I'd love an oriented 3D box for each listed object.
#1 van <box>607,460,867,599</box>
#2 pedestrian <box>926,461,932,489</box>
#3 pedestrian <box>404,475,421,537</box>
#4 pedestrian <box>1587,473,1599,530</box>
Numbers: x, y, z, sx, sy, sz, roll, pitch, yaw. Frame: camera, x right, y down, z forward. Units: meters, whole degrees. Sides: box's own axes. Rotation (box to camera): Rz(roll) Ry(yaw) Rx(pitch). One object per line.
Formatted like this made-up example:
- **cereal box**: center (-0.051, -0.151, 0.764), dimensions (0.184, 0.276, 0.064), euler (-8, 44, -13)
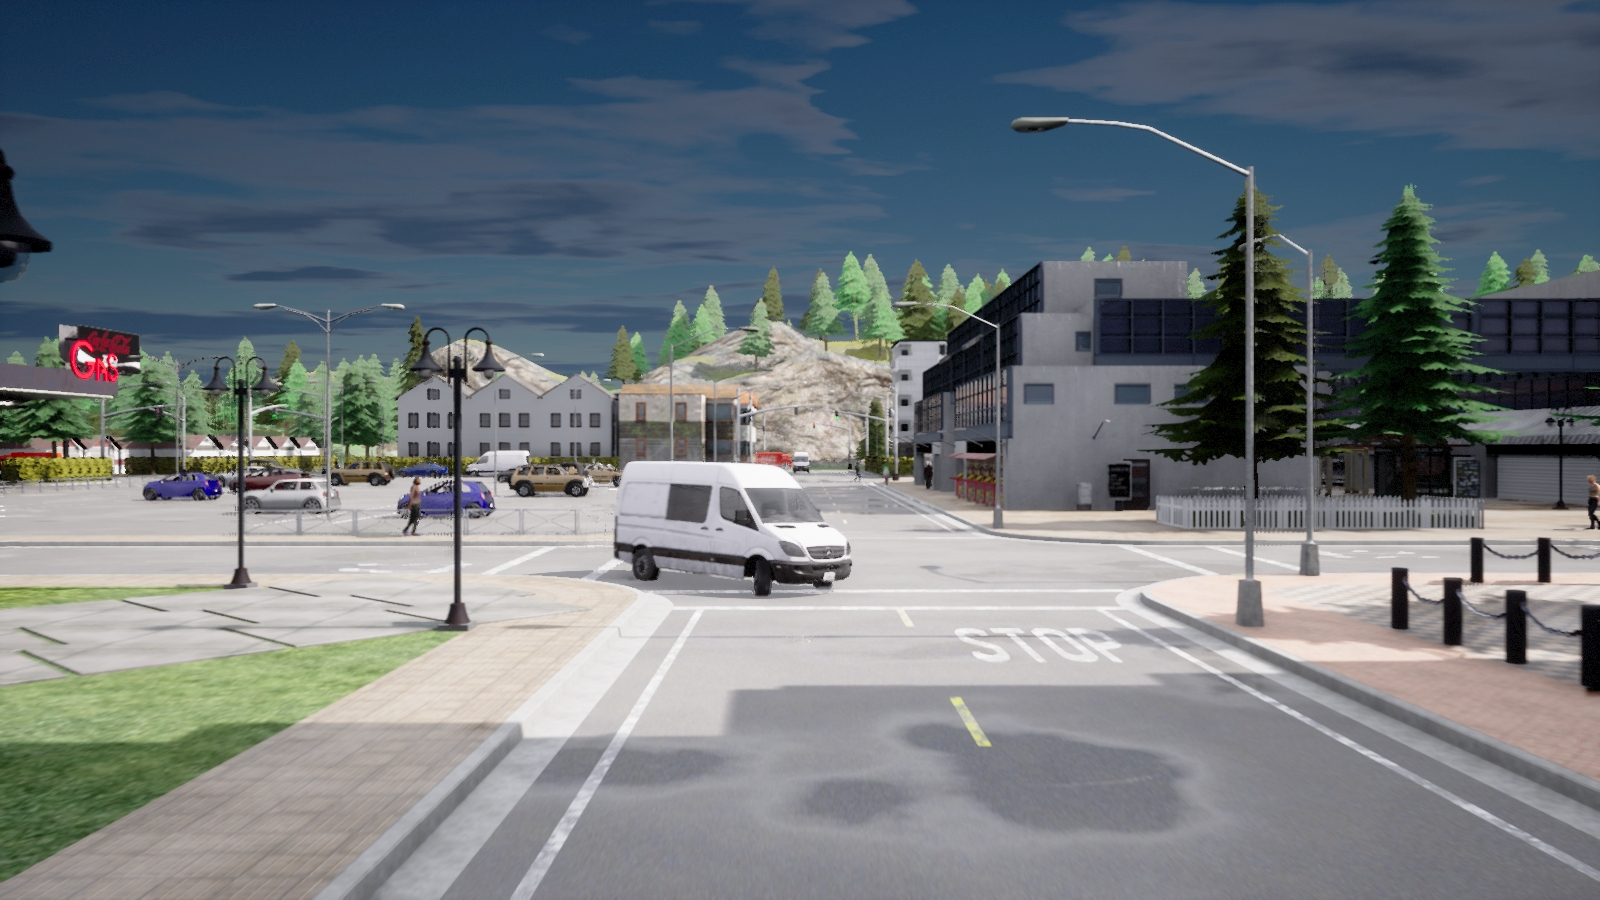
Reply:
- **van**: center (-1.479, 1.526, 23.994), dimensions (1.988, 2.561, 5.915), euler (3, -2, -44)
- **pedestrian**: center (8.513, 1.674, 75.571), dimensions (0.375, 1.860, 0.375), euler (0, 0, 0)
- **pedestrian**: center (-11.778, 1.690, 34.736), dimensions (0.375, 1.860, 0.375), euler (0, 0, 0)
- **pedestrian**: center (26.237, 1.685, 37.623), dimensions (0.375, 1.860, 0.375), euler (0, 0, 3)
